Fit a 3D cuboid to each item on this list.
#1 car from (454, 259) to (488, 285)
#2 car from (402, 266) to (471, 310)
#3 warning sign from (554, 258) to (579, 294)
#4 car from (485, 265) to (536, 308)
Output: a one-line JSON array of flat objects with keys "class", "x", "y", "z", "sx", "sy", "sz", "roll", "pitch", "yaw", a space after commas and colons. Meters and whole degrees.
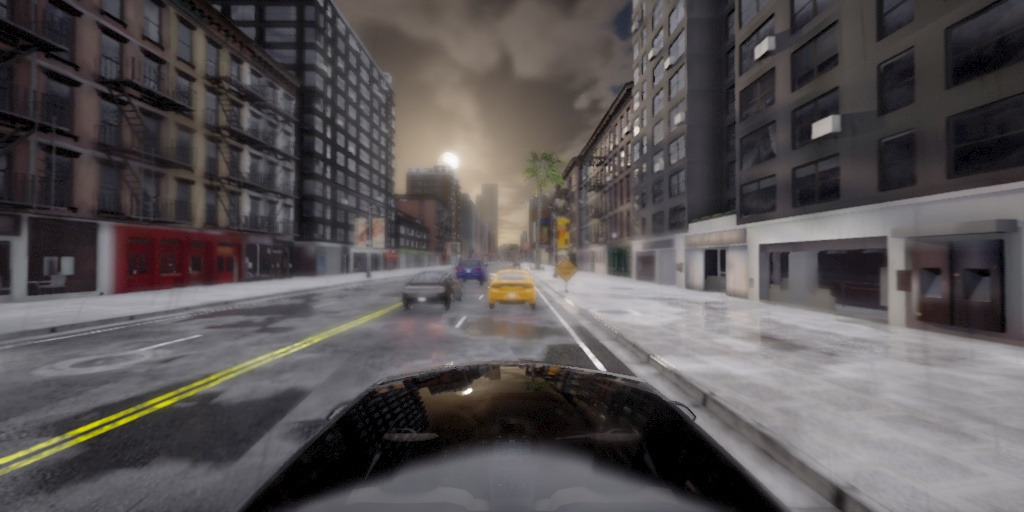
[{"class": "car", "x": -3.237, "y": 1.234, "z": 29.426, "sx": 2.150, "sy": 2.045, "sz": 5.566, "roll": 0, "pitch": 0, "yaw": 0}, {"class": "car", "x": -3.230, "y": 1.371, "z": 15.351, "sx": 2.128, "sy": 1.511, "sz": 4.902, "roll": 0, "pitch": 0, "yaw": 0}, {"class": "warning sign", "x": 2.853, "y": 1.026, "z": 18.847, "sx": 1.300, "sy": 1.860, "sz": 1.060, "roll": 0, "pitch": 0, "yaw": 0}, {"class": "car", "x": 0.027, "y": 1.363, "z": 16.084, "sx": 1.882, "sy": 1.535, "sz": 5.008, "roll": 0, "pitch": 0, "yaw": 0}]
